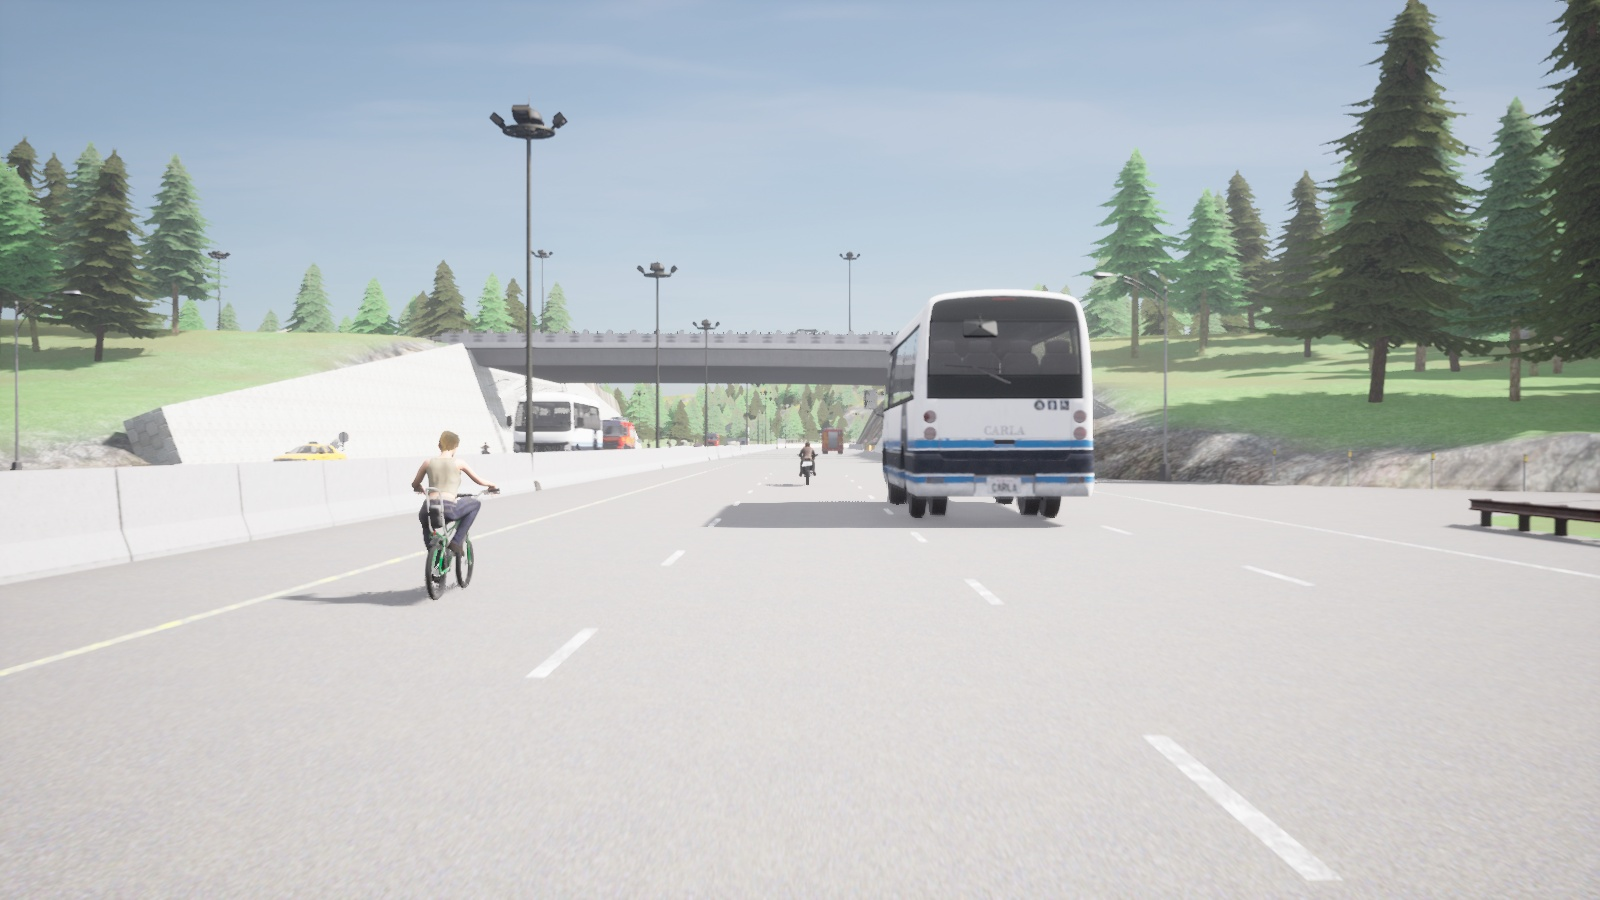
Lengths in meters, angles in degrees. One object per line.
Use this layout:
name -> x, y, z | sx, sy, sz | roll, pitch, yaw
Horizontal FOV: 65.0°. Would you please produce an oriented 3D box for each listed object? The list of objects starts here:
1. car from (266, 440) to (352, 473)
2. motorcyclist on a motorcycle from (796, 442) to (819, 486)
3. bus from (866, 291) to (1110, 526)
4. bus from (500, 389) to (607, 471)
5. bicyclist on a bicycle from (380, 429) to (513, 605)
car -> -24.404, 0.313, 62.607 | 1.801, 1.575, 5.366 | 0, 0, 5
motorcyclist on a motorcycle -> 0.268, 0.479, 44.380 | 0.797, 1.523, 2.044 | 0, 0, 0
bus -> 3.675, -0.784, 27.895 | 3.944, 4.253, 10.273 | 0, 0, 0
bus -> -13.584, -1.037, 70.358 | 3.944, 4.253, 10.273 | 0, 0, 0
bicyclist on a bicycle -> -3.420, 0.611, 12.292 | 0.866, 1.612, 1.509 | 0, 0, 1
